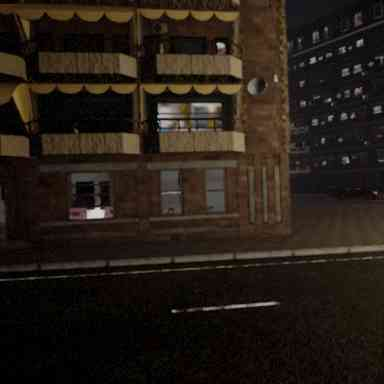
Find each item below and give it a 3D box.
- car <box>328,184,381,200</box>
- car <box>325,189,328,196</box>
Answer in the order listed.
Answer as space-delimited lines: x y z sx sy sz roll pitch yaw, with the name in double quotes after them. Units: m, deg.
18.840 0.056 38.218 2.192 1.841 5.009 -1 1 -39 "car"
21.783 -0.222 47.814 2.192 1.841 5.009 -1 1 -39 "car"
